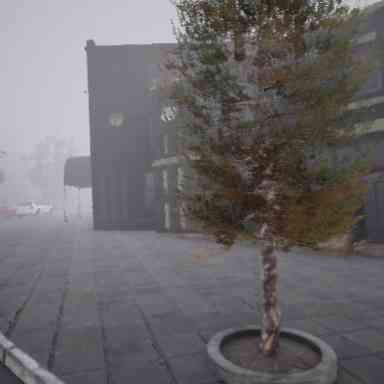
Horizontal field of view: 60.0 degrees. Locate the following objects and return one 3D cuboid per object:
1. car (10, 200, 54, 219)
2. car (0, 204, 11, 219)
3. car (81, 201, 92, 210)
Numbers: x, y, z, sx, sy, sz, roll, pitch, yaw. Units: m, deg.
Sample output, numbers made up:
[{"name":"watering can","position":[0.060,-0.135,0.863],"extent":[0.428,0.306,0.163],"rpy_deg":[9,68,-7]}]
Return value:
[{"name":"car","position":[-18.234,1.956,38.843],"extent":[2.150,2.045,5.566],"rpy_deg":[-3,-1,2]},{"name":"car","position":[-21.626,2.460,42.339],"extent":[2.097,1.535,5.008],"rpy_deg":[-3,-1,5]},{"name":"car","position":[-24.327,3.270,81.266],"extent":[5.566,2.045,2.435],"rpy_deg":[-4,-2,-14]}]
